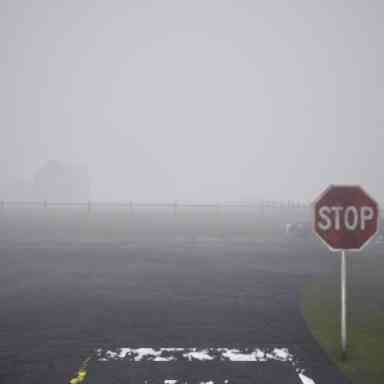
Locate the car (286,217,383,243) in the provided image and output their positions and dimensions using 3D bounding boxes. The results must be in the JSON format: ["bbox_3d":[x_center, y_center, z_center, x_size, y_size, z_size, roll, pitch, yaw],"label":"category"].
[{"bbox_3d":[7.147,1.627,16.393,4.902,1.511,2.128,1,-1,0],"label":"car"}]
